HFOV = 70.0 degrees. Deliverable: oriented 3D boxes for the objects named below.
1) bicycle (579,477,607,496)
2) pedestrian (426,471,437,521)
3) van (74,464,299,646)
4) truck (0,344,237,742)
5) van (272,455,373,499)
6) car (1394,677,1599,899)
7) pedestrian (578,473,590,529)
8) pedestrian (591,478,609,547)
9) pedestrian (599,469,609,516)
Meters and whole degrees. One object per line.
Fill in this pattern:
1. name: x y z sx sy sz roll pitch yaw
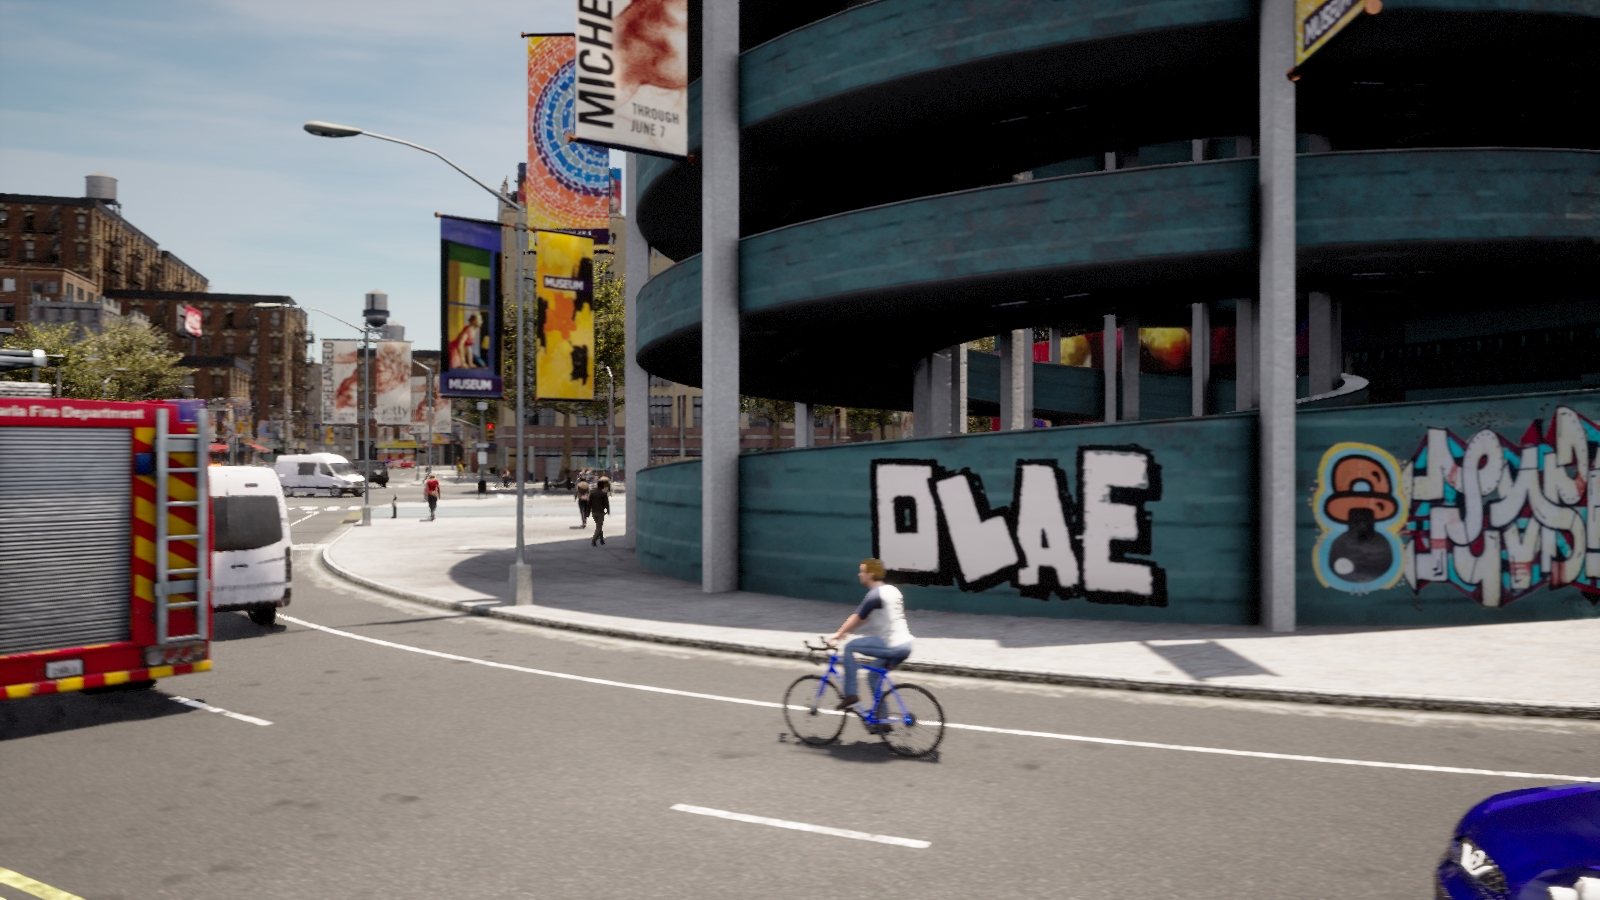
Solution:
1. bicycle: -12.830 2.250 70.734 1.643 1.196 0.373 0 0 -17
2. pedestrian: -13.806 1.721 42.827 0.375 1.860 0.375 0 0 -15
3. van: -10.535 1.545 19.331 1.988 2.561 5.915 0 0 -42
4. truck: -10.407 0.898 14.348 8.468 3.827 2.891 0 0 41
5. van: -28.781 1.573 68.865 5.915 2.561 1.988 0 1 22
6. car: 4.933 2.042 5.185 3.633 1.501 1.845 0 0 14
7. pedestrian: -7.338 1.720 38.791 0.375 1.860 0.375 0 0 -13
8. pedestrian: -5.473 1.716 31.303 0.375 1.860 0.375 0 0 16
9. pedestrian: -7.954 1.725 46.409 0.375 1.860 0.375 0 0 -13
